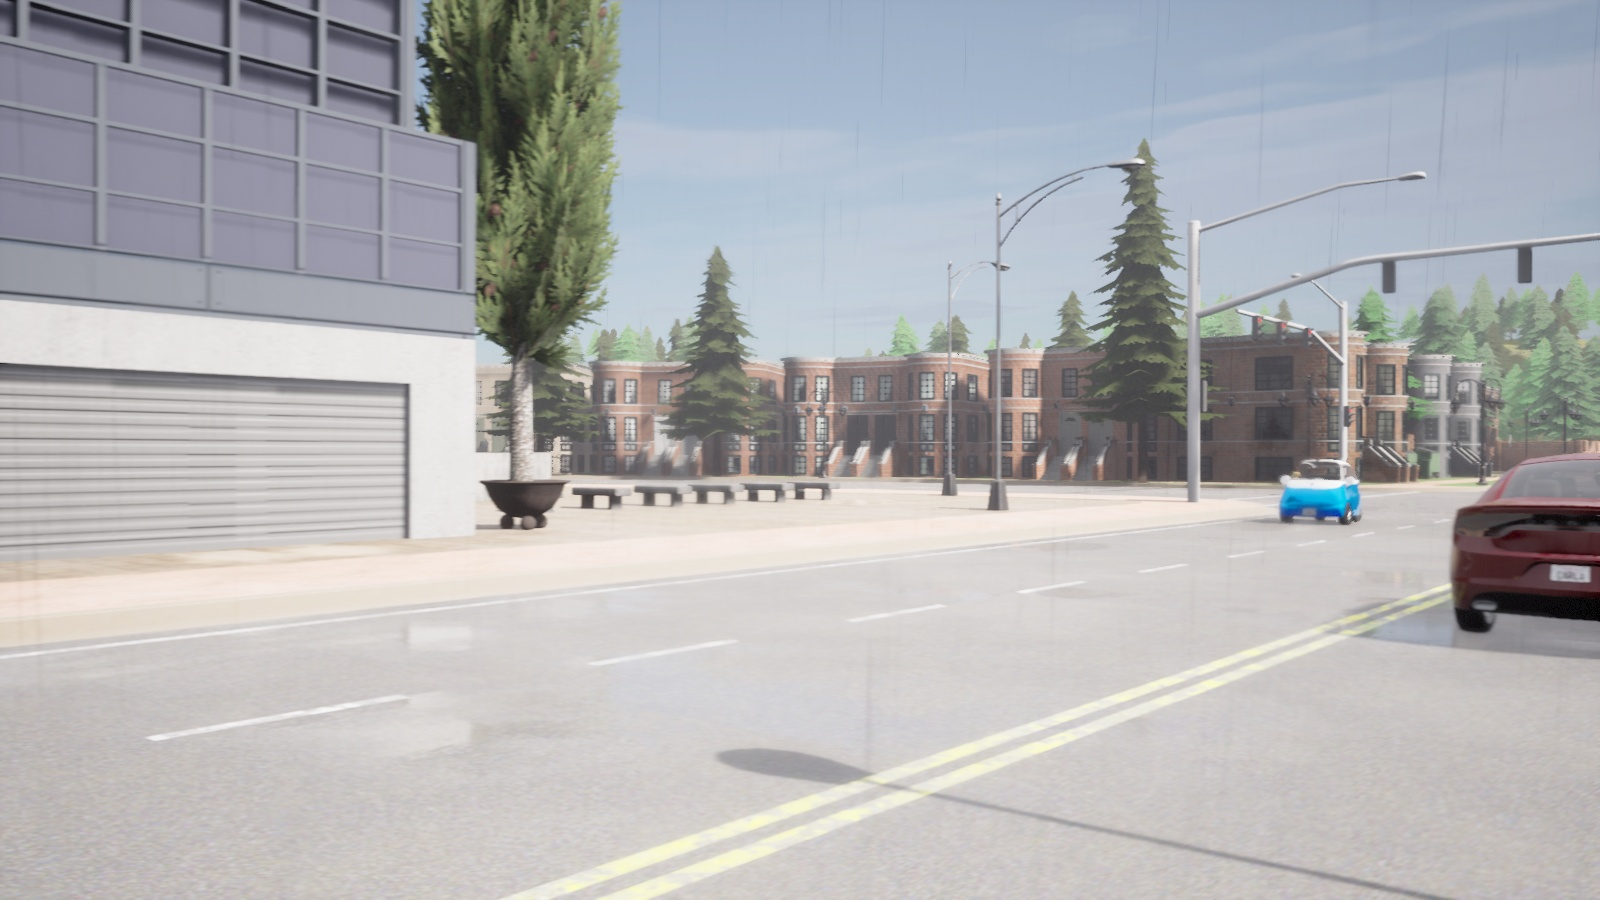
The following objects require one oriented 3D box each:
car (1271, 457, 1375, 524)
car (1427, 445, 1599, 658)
[{"bbox_3d":[11.291,0.841,27.058,1.481,1.376,2.207,0,-1,40],"label":"car"},{"bbox_3d":[7.202,0.734,11.099,1.882,1.535,5.008,0,0,40],"label":"car"}]
